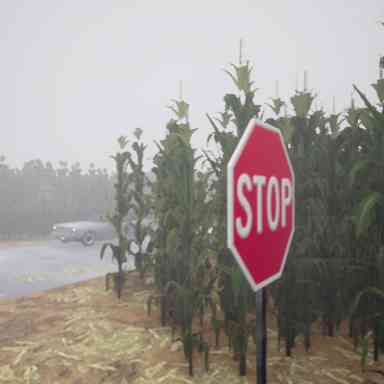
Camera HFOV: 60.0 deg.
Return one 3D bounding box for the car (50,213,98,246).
[{"bbox_3d":[-4.051,1.617,15.586,1.895,1.301,4.718,0,0,37],"label":"car"}]
